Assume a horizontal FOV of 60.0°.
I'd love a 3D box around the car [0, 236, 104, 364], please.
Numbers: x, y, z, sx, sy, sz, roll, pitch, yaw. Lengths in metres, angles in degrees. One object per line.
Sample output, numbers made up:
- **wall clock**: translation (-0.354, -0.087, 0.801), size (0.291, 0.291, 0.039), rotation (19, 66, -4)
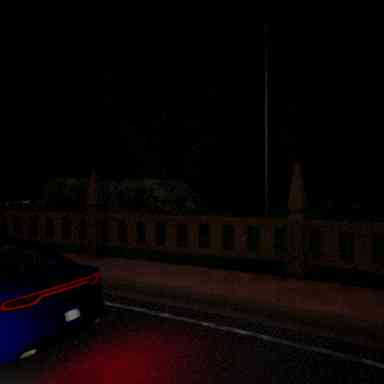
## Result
- **car**: translation (-3.789, 1.485, 5.540), size (5.008, 1.535, 1.882), rotation (0, 0, 27)
